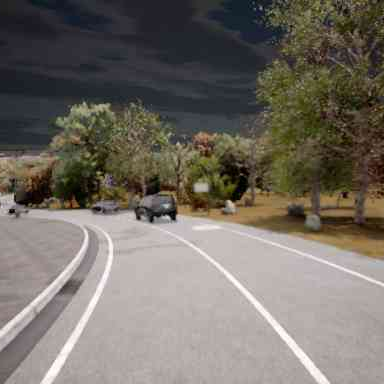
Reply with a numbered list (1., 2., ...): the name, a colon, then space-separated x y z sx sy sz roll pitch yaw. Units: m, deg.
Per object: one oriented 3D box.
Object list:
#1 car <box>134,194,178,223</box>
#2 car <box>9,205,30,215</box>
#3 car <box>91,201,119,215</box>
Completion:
1. car: -2.981 1.246 26.658 2.150 2.045 5.566 -3 0 -25
2. car: -27.104 2.764 52.086 2.128 1.511 4.902 -6 2 -44
3. car: -10.192 1.790 38.524 2.128 1.511 4.902 -5 1 -38
